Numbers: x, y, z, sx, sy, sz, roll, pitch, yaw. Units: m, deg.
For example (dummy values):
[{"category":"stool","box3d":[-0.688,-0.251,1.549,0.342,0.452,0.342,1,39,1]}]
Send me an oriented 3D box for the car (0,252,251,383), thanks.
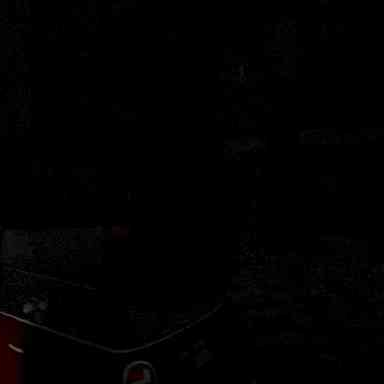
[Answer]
[{"category":"car","box3d":[-1.478,1.475,4.021,4.097,1.590,1.967,-1,-1,35]}]
